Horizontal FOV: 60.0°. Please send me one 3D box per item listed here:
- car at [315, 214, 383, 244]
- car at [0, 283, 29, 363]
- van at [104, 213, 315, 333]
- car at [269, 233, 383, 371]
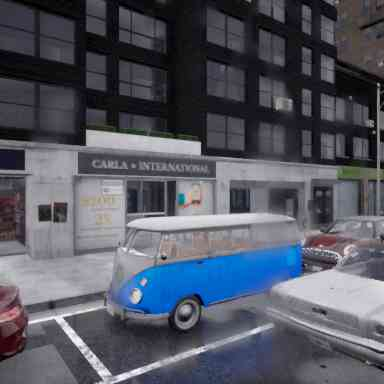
[{"bbox_3d":[4.815,1.440,9.648,4.097,1.590,1.967,0,0,-36],"label":"car"},{"bbox_3d":[-3.983,1.582,3.340,4.206,1.307,1.802,0,0,-36],"label":"car"},{"bbox_3d":[0.416,1.341,6.494,3.998,1.788,1.690,0,0,-36],"label":"van"},{"bbox_3d":[3.412,1.600,5.516,4.718,1.301,1.895,0,0,-36],"label":"car"}]
